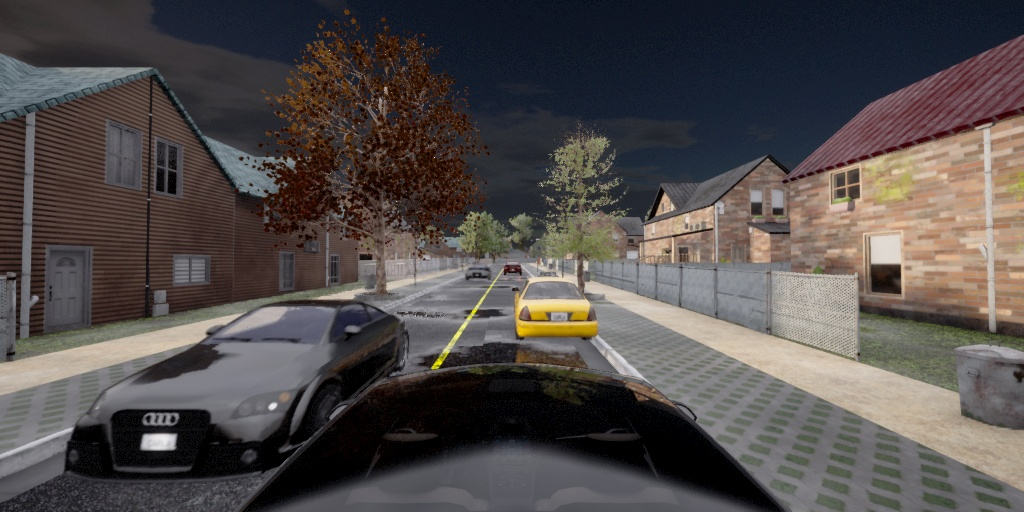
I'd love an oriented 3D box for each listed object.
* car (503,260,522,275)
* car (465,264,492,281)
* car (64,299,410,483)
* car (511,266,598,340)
[{"bbox_3d":[0.089,1.254,38.814,1.882,1.535,5.008,0,0,0],"label":"car"},{"bbox_3d":[-2.742,1.332,30.078,1.994,1.385,4.181,0,0,0],"label":"car"},{"bbox_3d":[-2.849,1.315,4.885,1.994,1.385,4.181,0,0,0],"label":"car"},{"bbox_3d":[0.964,1.210,9.873,1.801,1.575,5.366,0,0,0],"label":"car"}]
